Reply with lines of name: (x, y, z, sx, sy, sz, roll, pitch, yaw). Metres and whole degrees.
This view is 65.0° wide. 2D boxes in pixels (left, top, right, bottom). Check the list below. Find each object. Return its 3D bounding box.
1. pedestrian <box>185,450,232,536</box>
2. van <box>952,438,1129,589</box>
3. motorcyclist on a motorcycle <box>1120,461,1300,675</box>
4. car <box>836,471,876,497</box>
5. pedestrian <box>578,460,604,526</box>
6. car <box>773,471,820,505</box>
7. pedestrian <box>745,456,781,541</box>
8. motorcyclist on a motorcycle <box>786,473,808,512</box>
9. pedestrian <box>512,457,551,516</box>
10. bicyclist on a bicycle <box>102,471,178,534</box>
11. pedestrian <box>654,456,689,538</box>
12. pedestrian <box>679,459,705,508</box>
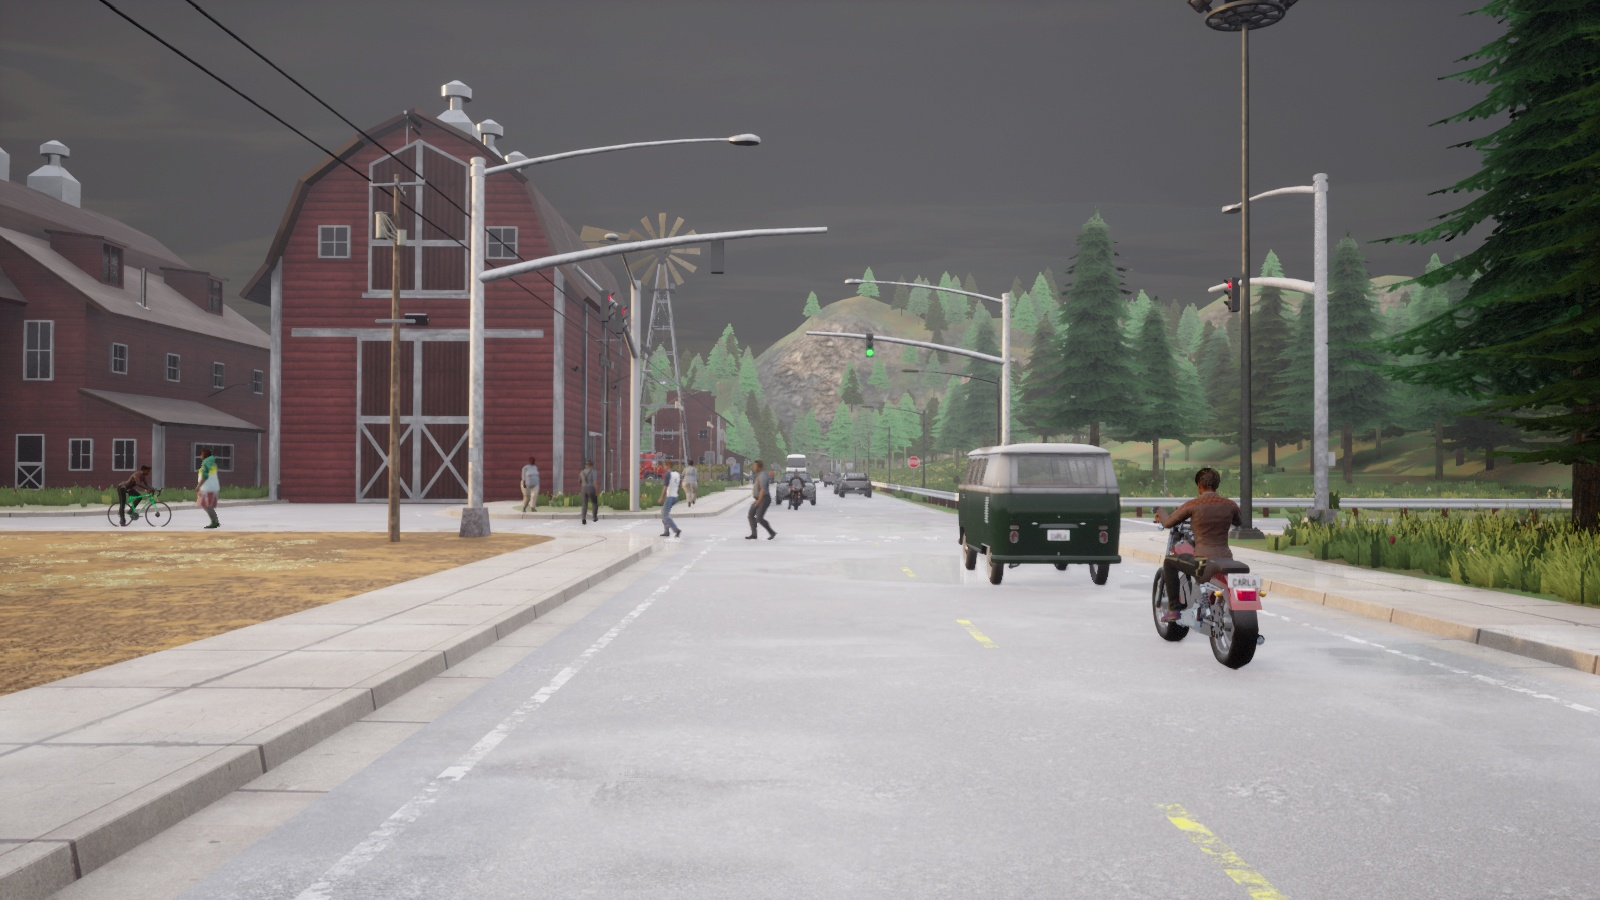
pedestrian: (-13.690, 0.992, 29.075, 0.873, 1.952, 0.659, 0, -1, -14)
van: (3.447, 0.870, 18.805, 1.775, 1.987, 4.442, 0, -1, 0)
motorcyclist on a motorcycle: (3.470, 0.933, 10.880, 0.766, 1.649, 2.350, 0, -1, 0)
car: (3.296, 2.016, 75.126, 2.128, 1.511, 4.902, 0, -1, 0)
pedestrian: (-5.920, 1.209, 35.561, 0.540, 1.848, 0.694, 0, -1, 10)
car: (-0.161, 1.759, 58.942, 2.128, 1.511, 4.902, 0, -1, 0)
pedestrian: (-0.818, 1.071, 27.823, 0.694, 1.848, 0.540, 0, -1, -15)
motorcyclist on a motorcycle: (-0.138, 1.700, 50.747, 0.866, 1.530, 2.191, 0, -1, 0)
pedestrian: (-8.603, 1.150, 40.235, 0.874, 1.855, 0.900, 1, -1, -40)
bicyclist on a bicycle: (-17.055, 1.345, 32.458, 1.656, 1.620, 0.582, 0, 0, -1)
pedestrian: (-2.910, 1.070, 28.518, 0.706, 1.836, 0.354, -1, -1, 27)
pedestrian: (-4.190, 1.301, 48.611, 0.874, 1.855, 0.900, 0, -1, 4)
